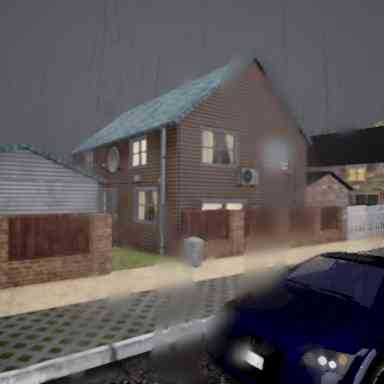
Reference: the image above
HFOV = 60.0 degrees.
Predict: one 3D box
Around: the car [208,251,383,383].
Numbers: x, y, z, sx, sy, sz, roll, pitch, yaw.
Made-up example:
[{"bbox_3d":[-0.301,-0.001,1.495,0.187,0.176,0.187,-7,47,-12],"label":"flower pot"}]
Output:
[{"bbox_3d":[2.270,1.602,4.688,4.181,1.385,1.994,1,0,-35],"label":"car"}]
